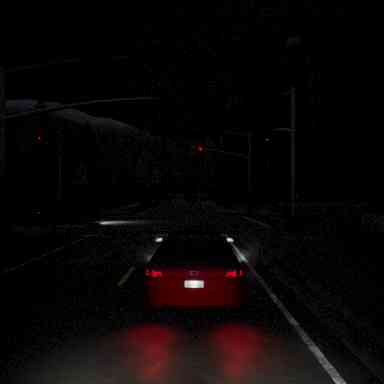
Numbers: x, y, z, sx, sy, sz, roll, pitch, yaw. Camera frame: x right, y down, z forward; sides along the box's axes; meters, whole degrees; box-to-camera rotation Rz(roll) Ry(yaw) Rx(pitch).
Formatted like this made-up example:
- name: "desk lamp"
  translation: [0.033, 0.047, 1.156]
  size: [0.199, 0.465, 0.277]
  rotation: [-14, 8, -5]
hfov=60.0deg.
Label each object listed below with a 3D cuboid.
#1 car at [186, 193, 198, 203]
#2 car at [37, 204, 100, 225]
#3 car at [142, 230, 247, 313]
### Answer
- name: "car"
  translation: [-0.009, 1.221, 67.380]
  size: [2.150, 2.045, 5.566]
  rotation: [0, 0, 0]
- name: "car"
  translation: [-8.708, 1.549, 23.685]
  size: [4.181, 1.385, 1.994]
  rotation: [0, 0, -11]
- name: "car"
  translation: [0.060, 1.564, 7.762]
  size: [1.994, 1.385, 4.181]
  rotation: [0, 0, 1]
